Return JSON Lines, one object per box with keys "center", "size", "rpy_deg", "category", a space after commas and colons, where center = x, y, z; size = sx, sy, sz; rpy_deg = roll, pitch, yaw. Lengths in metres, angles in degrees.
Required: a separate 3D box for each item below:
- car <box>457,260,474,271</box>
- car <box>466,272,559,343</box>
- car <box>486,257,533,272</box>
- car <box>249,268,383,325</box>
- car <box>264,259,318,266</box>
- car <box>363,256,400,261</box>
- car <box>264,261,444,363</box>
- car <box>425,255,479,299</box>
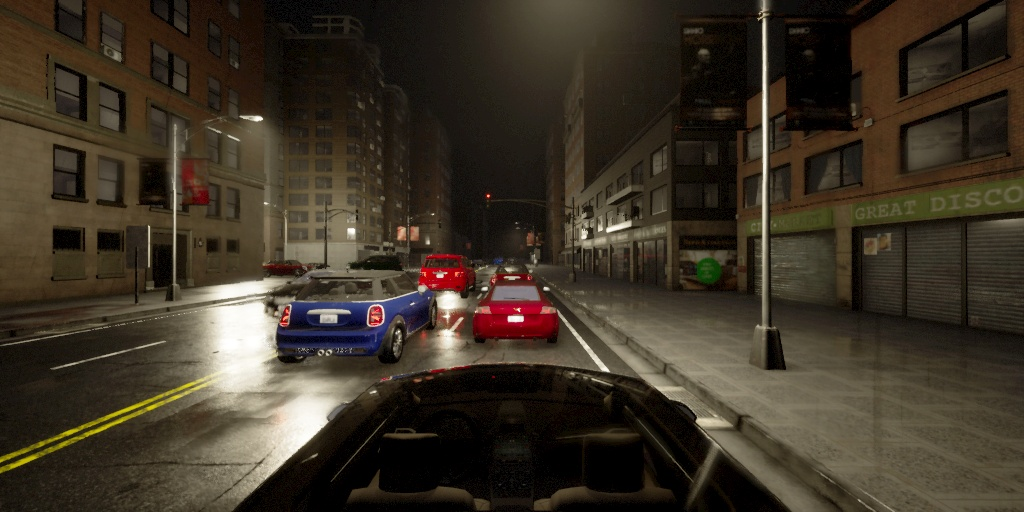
{"center": [-6.564, 1.274, 51.359], "size": [1.837, 1.490, 4.892], "rpy_deg": [0, 0, 0], "category": "car"}
{"center": [0.098, 1.315, 9.671], "size": [1.994, 1.385, 4.181], "rpy_deg": [0, 0, 0], "category": "car"}
{"center": [0.011, 1.104, 18.289], "size": [2.097, 1.767, 4.553], "rpy_deg": [0, 0, 0], "category": "car"}
{"center": [-6.593, 1.243, 12.880], "size": [2.128, 1.511, 4.902], "rpy_deg": [0, 0, 0], "category": "car"}
{"center": [-20.772, 1.103, 33.621], "size": [4.553, 1.767, 2.097], "rpy_deg": [0, 0, 2], "category": "car"}
{"center": [-14.148, 0.986, 36.991], "size": [5.566, 2.045, 2.150], "rpy_deg": [0, 2, -33], "category": "car"}
{"center": [-3.142, 1.103, 8.289], "size": [2.097, 1.767, 4.553], "rpy_deg": [0, 0, 0], "category": "car"}
{"center": [-3.139, 0.974, 18.328], "size": [2.150, 2.045, 5.566], "rpy_deg": [0, 0, 0], "category": "car"}
